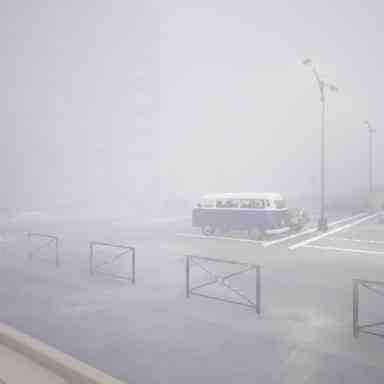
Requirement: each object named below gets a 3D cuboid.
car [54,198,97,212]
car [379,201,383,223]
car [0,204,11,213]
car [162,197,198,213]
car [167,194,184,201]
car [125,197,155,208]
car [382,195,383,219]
[{"bbox_3d":[-13.342,1.422,38.352,1.882,1.535,5.008,0,0,36],"label":"car"},{"bbox_3d":[14.023,1.395,20.929,3.806,1.475,1.970,0,0,36],"label":"car"},{"bbox_3d":[-19.401,1.492,29.937,2.033,1.411,5.357,0,0,36],"label":"car"},{"bbox_3d":[-1.733,1.449,42.167,1.837,1.490,4.892,0,0,36],"label":"car"},{"bbox_3d":[-3.802,1.285,77.445,1.851,1.617,3.988,0,0,36],"label":"car"},{"bbox_3d":[-7.266,1.436,46.784,2.128,1.511,4.902,0,0,36],"label":"car"},{"bbox_3d":[17.273,1.153,25.464,4.605,1.855,1.932,0,0,36],"label":"car"}]
